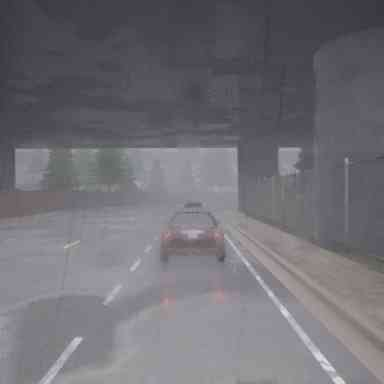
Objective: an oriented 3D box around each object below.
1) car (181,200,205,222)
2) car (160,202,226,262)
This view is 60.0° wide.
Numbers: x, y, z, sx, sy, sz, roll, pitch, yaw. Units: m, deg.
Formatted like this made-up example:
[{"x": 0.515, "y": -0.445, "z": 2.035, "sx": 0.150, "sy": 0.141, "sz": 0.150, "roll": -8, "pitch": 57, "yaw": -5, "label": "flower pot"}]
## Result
[{"x": 0.169, "y": 1.568, "z": 28.725, "sx": 1.882, "sy": 1.535, "sz": 5.008, "roll": 0, "pitch": 0, "yaw": 2, "label": "car"}, {"x": 0.046, "y": 1.391, "z": 12.444, "sx": 2.097, "sy": 1.767, "sz": 4.553, "roll": 0, "pitch": 0, "yaw": 1, "label": "car"}]
